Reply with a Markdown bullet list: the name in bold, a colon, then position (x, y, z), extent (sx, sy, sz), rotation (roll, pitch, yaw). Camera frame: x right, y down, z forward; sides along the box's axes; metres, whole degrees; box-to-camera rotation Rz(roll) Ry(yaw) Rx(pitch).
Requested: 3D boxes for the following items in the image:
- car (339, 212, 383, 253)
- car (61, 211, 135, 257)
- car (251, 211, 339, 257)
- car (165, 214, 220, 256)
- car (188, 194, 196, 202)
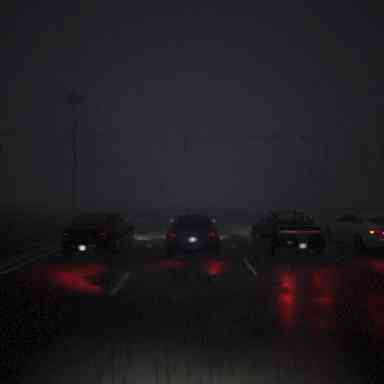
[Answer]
- **car**: position (7.043, 1.527, 13.612), extent (1.812, 1.442, 4.674), rotation (0, 0, 1)
- **car**: position (-3.464, 1.507, 12.989), extent (1.837, 1.490, 4.892), rotation (0, 0, 1)
- **car**: position (3.536, 1.493, 12.968), extent (2.128, 1.511, 4.902), rotation (0, 0, 1)
- **car**: position (0.040, 1.566, 13.187), extent (1.994, 1.385, 4.181), rotation (0, 0, 1)
- **car**: position (-0.029, 1.571, 76.702), extent (1.994, 1.385, 4.181), rotation (0, 0, 0)
